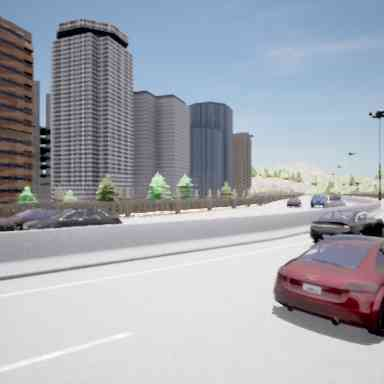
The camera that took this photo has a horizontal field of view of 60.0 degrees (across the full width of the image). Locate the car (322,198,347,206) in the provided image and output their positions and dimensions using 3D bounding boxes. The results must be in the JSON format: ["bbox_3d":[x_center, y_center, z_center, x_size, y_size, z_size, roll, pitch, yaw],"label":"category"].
[{"bbox_3d":[16.319,1.646,37.448,1.994,1.385,4.181,0,0,32],"label":"car"}]

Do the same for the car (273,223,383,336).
[{"bbox_3d":[3.546,1.579,6.815,4.181,1.385,1.994,0,0,-39],"label":"car"}]

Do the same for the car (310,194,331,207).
[{"bbox_3d":[19.062,1.336,49.769,2.150,2.045,5.566,0,0,25],"label":"car"}]

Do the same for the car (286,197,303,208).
[{"bbox_3d":[15.758,1.604,51.028,1.882,1.535,5.008,0,0,25],"label":"car"}]

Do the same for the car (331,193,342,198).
[{"bbox_3d":[32.632,1.286,75.607,2.150,2.045,5.566,0,0,20],"label":"car"}]

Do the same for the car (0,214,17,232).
[{"bbox_3d":[-8.883,1.631,19.373,5.357,1.411,2.033,0,0,-39],"label":"car"}]

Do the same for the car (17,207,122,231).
[{"bbox_3d":[-6.052,1.575,17.260,4.892,1.490,1.837,0,0,-40],"label":"car"}]

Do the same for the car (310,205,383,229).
[{"bbox_3d":[6.961,1.523,14.560,4.902,1.511,2.128,0,0,-44],"label":"car"}]
